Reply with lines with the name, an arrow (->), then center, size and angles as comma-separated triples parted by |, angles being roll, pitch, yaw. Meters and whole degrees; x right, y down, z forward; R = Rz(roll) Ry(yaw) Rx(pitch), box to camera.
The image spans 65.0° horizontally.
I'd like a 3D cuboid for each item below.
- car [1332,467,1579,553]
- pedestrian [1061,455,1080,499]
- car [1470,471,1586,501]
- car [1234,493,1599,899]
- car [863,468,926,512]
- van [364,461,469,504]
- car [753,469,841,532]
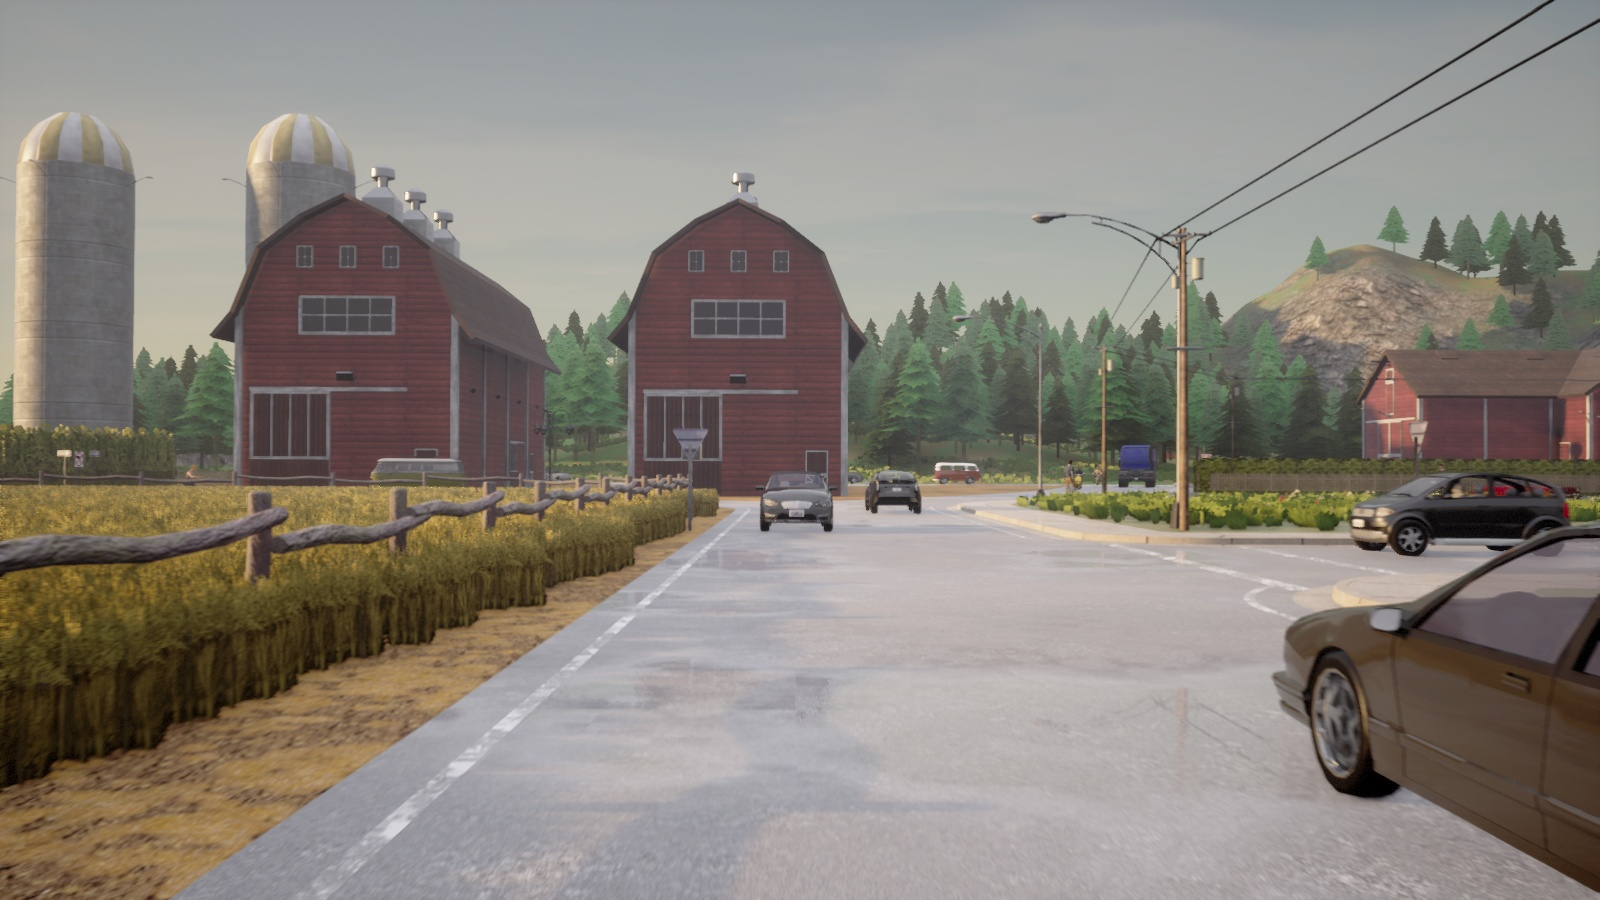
car -> 12.275, 1.098, 23.682 | 3.705, 1.549, 1.789 | 0, -1, -1
pedestrian -> 12.238, 1.223, 56.783 | 0.788, 1.949, 0.423 | 1, -1, -42
car -> 33.876, 1.655, 58.569 | 1.895, 1.301, 4.718 | 0, -1, -14
car -> 3.463, 0.913, 4.486 | 2.033, 1.411, 5.357 | 0, -1, 1
car -> 3.395, 1.435, 45.995 | 2.007, 1.525, 4.514 | 0, -1, 0
van -> -18.100, 1.527, 59.343 | 4.442, 1.987, 1.775 | 0, -1, -3
car -> -0.080, 1.260, 32.815 | 2.128, 1.511, 4.902 | 0, -1, 0
